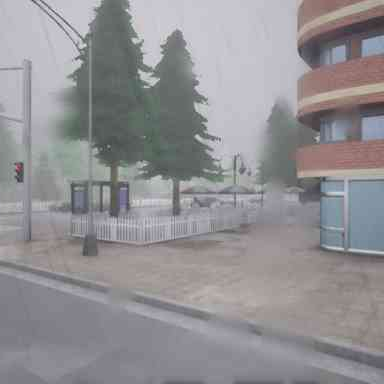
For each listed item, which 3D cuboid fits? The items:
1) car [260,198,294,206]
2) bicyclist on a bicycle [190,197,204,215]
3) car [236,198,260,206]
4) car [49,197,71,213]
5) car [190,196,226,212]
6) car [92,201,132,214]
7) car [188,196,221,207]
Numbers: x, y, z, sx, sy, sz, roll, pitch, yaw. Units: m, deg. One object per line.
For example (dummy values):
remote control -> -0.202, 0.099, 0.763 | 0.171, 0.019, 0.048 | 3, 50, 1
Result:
car -> 13.332, 1.544, 50.766 | 4.718, 1.301, 1.895 | 0, 0, -26
bicyclist on a bicycle -> 0.404, 1.244, 27.328 | 1.656, 1.620, 0.582 | 0, 0, 36
car -> 8.954, 1.543, 52.651 | 4.718, 1.301, 1.895 | 0, 0, -29
car -> -12.804, 1.294, 35.385 | 2.097, 1.767, 4.553 | 0, 0, 37
car -> 1.969, 1.295, 37.334 | 2.097, 1.767, 4.553 | 0, 0, 38
car -> -8.812, 1.490, 34.999 | 2.033, 1.411, 5.357 | 0, 0, 36
car -> 1.985, 1.420, 52.160 | 5.008, 1.535, 1.882 | 0, 0, -37
